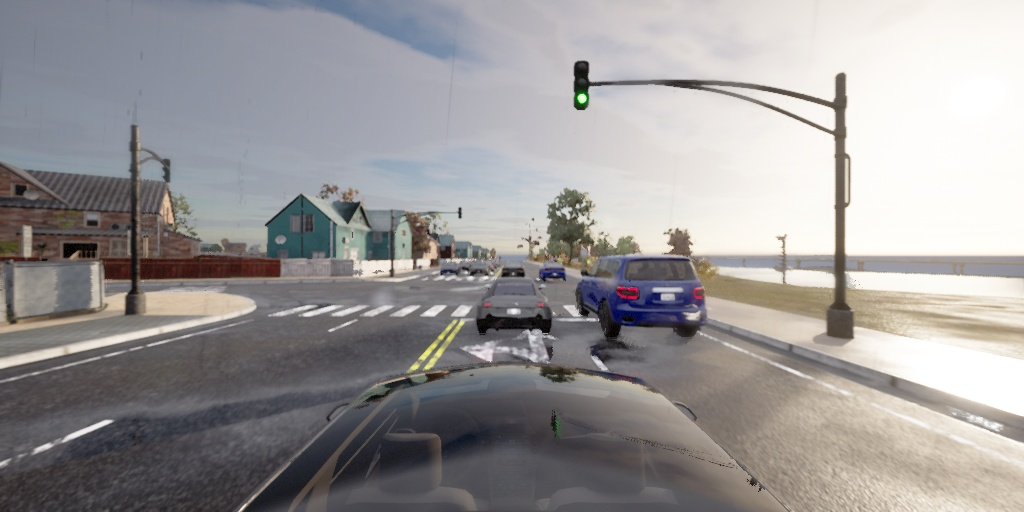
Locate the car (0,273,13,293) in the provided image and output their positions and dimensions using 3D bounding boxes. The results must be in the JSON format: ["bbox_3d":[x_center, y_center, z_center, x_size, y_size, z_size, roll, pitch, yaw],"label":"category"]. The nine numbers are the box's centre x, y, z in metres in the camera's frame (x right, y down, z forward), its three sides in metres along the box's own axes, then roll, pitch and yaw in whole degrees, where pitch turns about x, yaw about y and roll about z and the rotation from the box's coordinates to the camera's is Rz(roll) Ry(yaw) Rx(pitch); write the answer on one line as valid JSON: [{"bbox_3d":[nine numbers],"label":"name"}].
[{"bbox_3d":[-21.766,0.881,13.221,4.674,1.442,1.812,1,-1,-35],"label":"car"}]

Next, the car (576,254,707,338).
[{"bbox_3d":[3.348,0.980,10.386,2.150,2.045,5.566,0,0,0],"label":"car"}]

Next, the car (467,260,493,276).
[{"bbox_3d":[-3.340,1.308,38.214,1.837,1.490,4.892,0,0,0],"label":"car"}]

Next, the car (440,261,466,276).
[{"bbox_3d":[-6.620,1.353,39.298,2.033,1.411,5.357,0,0,-2],"label":"car"}]

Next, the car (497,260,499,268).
[{"bbox_3d":[-3.264,1.336,56.762,2.128,1.511,4.902,0,0,0],"label":"car"}]

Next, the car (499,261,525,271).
[{"bbox_3d":[0.099,1.267,30.872,1.882,1.535,5.008,0,0,0],"label":"car"}]

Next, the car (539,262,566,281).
[{"bbox_3d":[3.349,1.265,30.341,1.882,1.535,5.008,0,0,0],"label":"car"}]

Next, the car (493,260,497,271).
[{"bbox_3d":[-3.329,1.349,47.476,1.812,1.442,4.674,0,0,0],"label":"car"}]

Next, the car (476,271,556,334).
[{"bbox_3d":[0.092,1.322,10.721,1.994,1.385,4.181,0,0,1],"label":"car"}]
